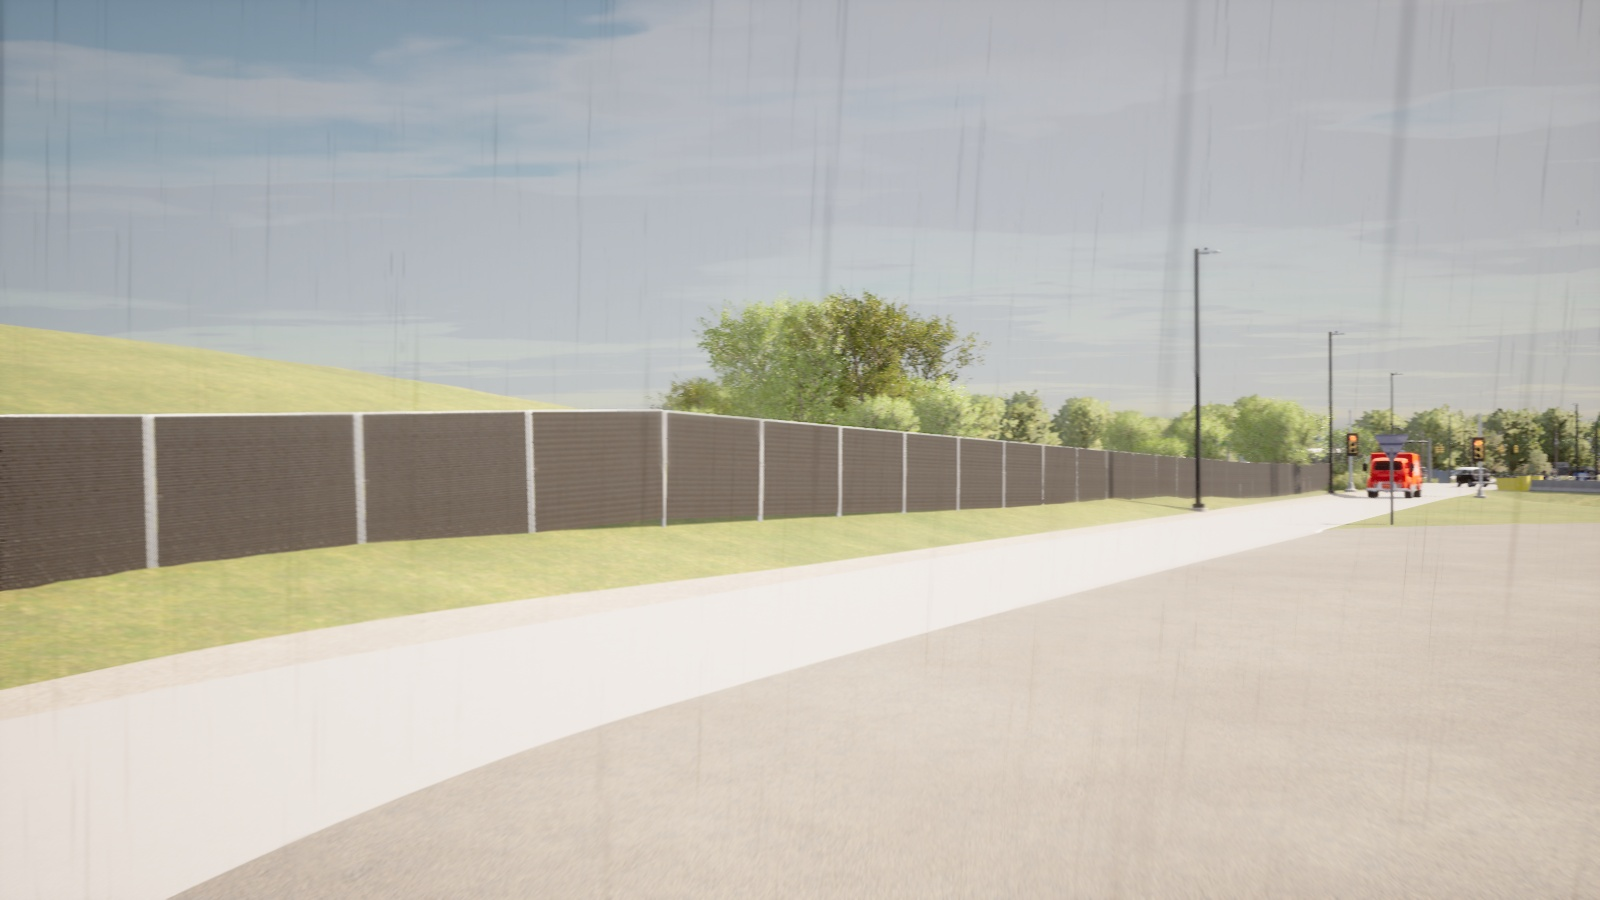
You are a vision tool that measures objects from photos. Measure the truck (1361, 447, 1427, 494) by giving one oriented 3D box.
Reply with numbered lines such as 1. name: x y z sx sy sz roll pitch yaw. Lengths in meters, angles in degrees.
1. truck: 32.451 1.129 68.524 2.627 2.467 5.204 -1 -1 32
